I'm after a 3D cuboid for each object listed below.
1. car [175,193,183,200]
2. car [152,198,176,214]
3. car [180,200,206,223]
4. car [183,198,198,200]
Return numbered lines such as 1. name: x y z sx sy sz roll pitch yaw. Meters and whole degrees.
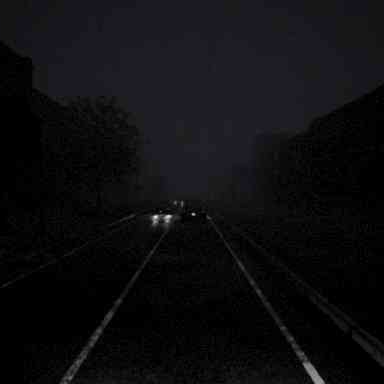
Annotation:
1. car: -2.983 1.081 77.377 1.812 1.442 4.674 0 1 0
2. car: -3.090 1.584 35.505 2.033 1.411 5.357 0 0 0
3. car: 0.106 1.600 26.312 1.994 1.385 4.181 0 0 0
4. car: 0.109 1.526 42.391 1.837 1.490 4.892 0 0 0
